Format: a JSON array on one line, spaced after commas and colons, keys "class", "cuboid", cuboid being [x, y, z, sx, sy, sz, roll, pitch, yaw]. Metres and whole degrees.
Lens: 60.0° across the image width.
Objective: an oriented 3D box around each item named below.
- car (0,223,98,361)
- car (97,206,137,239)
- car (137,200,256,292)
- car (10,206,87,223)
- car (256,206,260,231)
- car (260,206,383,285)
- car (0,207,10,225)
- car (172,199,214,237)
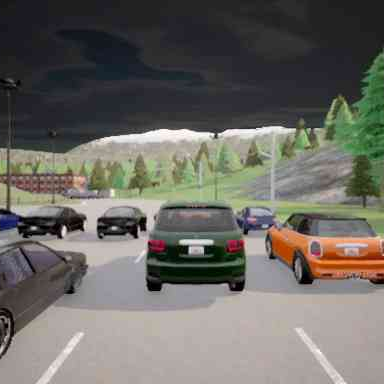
[{"class": "car", "cuboid": [-3.412, 1.539, 5.659, 2.033, 1.411, 5.357, 0, 0, 0]}, {"class": "car", "cuboid": [-3.456, 1.451, 17.157, 1.882, 1.535, 5.008, 0, 0, 0]}, {"class": "car", "cuboid": [0.080, 1.207, 9.056, 2.150, 2.045, 5.566, 0, 0, 0]}, {"class": "car", "cuboid": [-6.963, 1.451, 17.167, 1.882, 1.535, 5.008, 0, 0, 1]}, {"class": "car", "cuboid": [3.523, 1.497, 18.445, 1.812, 1.442, 4.674, 0, 0, -1]}, {"class": "car", "cuboid": [3.578, 1.338, 9.588, 2.097, 1.767, 4.553, 0, 0, 0]}, {"class": "car", "cuboid": [-10.457, 1.499, 17.369, 1.812, 1.442, 4.674, 0, 0, -1]}, {"class": "car", "cuboid": [0.017, 1.323, 18.620, 2.097, 1.767, 4.553, 0, 0, -1]}]
